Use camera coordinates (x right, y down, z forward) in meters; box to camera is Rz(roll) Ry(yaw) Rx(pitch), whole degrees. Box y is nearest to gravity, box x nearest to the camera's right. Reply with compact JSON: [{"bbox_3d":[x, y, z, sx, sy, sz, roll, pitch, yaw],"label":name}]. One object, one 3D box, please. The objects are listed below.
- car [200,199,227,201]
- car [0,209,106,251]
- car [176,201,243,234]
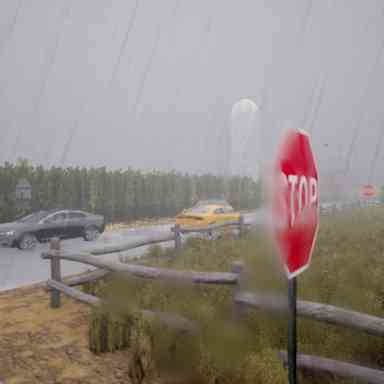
[{"bbox_3d":[1.141,1.344,24.065,2.097,1.767,4.553,0,0,37],"label":"car"},{"bbox_3d":[-5.976,1.490,14.200,2.128,1.511,4.902,0,0,36],"label":"car"},{"bbox_3d":[1.157,1.476,18.353,1.882,1.535,5.008,0,0,35],"label":"car"}]
